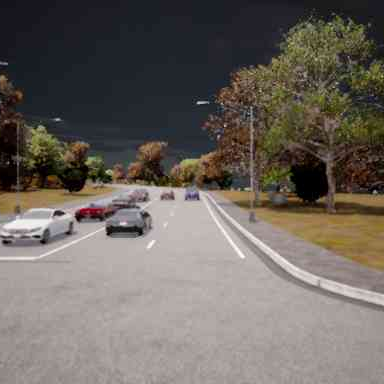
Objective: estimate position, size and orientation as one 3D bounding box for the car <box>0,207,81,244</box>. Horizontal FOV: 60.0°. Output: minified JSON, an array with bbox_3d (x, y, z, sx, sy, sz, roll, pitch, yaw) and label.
[{"bbox_3d":[-7.102,1.493,15.828,1.812,1.442,4.674,0,1,0],"label":"car"}]

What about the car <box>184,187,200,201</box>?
[{"bbox_3d":[0.009,0.219,47.358,2.097,1.767,4.553,0,3,0],"label":"car"}]

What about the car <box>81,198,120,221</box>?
[{"bbox_3d":[-7.084,1.405,24.853,1.895,1.301,4.718,0,1,0],"label":"car"}]

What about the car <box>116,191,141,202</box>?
[{"bbox_3d":[-7.031,1.025,34.593,2.033,1.411,5.357,0,2,1],"label":"car"}]

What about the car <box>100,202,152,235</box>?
[{"bbox_3d":[-3.396,1.499,18.451,1.994,1.385,4.181,0,1,0],"label":"car"}]

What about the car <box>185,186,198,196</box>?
[{"bbox_3d":[-0.085,-0.150,57.527,1.882,1.535,5.008,0,3,-3],"label":"car"}]

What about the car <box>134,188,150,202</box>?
[{"bbox_3d":[-6.991,0.348,44.737,2.097,1.767,4.553,0,3,0],"label":"car"}]

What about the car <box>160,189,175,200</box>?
[{"bbox_3d":[-3.490,0.358,48.054,1.812,1.442,4.674,0,3,0],"label":"car"}]
